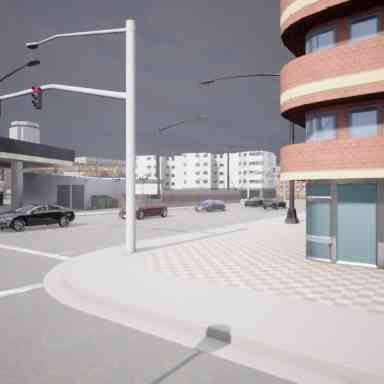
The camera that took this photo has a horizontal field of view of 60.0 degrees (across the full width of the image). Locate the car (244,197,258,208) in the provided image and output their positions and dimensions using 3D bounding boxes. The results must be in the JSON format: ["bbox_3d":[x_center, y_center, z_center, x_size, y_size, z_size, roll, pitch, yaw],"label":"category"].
[{"bbox_3d":[9.255,1.477,47.789,1.882,1.535,5.008,0,0,35],"label":"car"}]

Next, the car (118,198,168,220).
[{"bbox_3d":[-4.121,1.352,28.490,2.097,1.767,4.553,0,0,34],"label":"car"}]

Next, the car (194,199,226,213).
[{"bbox_3d":[2.126,1.526,37.536,1.812,1.442,4.674,0,0,35],"label":"car"}]

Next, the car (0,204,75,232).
[{"bbox_3d":[-9.602,1.491,20.477,2.128,1.511,4.902,0,0,34],"label":"car"}]

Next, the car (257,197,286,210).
[{"bbox_3d":[10.870,1.491,43.704,2.128,1.511,4.902,0,0,35],"label":"car"}]
